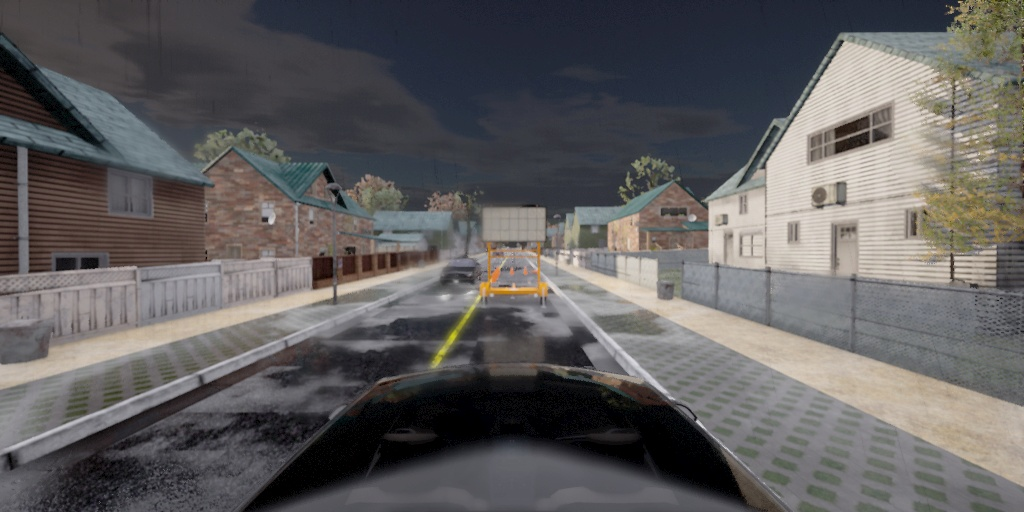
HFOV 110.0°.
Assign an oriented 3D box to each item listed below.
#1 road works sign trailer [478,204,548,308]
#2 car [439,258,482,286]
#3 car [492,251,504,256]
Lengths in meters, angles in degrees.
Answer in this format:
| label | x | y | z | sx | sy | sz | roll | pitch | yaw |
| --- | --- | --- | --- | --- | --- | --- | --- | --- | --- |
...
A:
| label | x | y | z | sx | sy | sz | roll | pitch | yaw |
| --- | --- | --- | --- | --- | --- | --- | --- | --- | --- |
| road works sign trailer | 0.080 | -0.095 | 13.343 | 2.380 | 3.560 | 2.880 | 0 | 0 | 0 |
| car | -2.722 | 0.804 | 20.243 | 2.033 | 1.411 | 5.357 | 0 | 2 | 0 |
| car | -2.384 | -0.307 | 61.989 | 1.994 | 1.385 | 4.181 | 0 | 2 | 1 |
